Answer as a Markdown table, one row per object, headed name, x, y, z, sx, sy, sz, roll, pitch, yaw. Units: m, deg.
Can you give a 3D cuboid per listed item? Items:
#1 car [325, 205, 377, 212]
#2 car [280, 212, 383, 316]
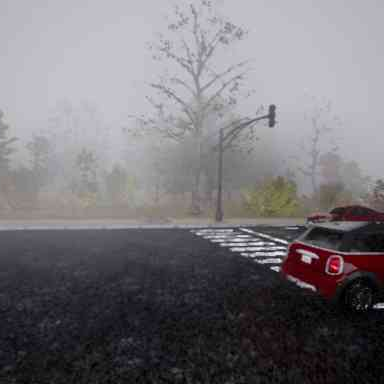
| name | x | y | z | sx | sy | sz | roll | pitch | yaw |
| --- | --- | --- | --- | --- | --- | --- | --- | --- | --- |
| car | 9.137 | 1.534 | 19.660 | 5.008 | 1.535 | 1.882 | 1 | 1 | -18 |
| car | 4.490 | 1.510 | 7.831 | 4.553 | 1.767 | 2.097 | 1 | 1 | -18 |
